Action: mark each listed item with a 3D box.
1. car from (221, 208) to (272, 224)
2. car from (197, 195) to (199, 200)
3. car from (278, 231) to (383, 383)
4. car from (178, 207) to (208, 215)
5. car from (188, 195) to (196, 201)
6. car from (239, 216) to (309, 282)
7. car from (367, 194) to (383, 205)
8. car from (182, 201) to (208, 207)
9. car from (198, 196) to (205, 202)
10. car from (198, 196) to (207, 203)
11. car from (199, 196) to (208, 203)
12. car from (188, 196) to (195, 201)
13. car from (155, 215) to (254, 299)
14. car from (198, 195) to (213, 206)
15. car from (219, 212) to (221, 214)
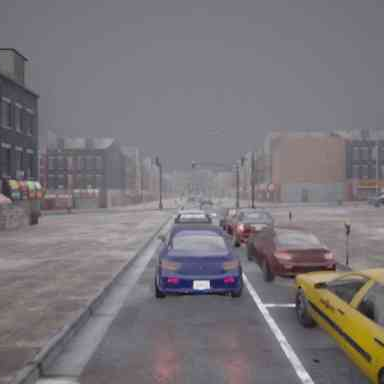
[{"bbox_3d":[2.612,1.453,14.940,1.967,1.590,4.097,0,0,0],"label":"car"},{"bbox_3d":[2.533,1.498,63.152,2.192,1.841,5.009,-1,0,0],"label":"car"},{"bbox_3d":[2.630,1.528,4.176,1.752,1.417,4.829,0,0,0],"label":"car"},{"bbox_3d":[0.062,1.616,15.904,1.895,1.301,4.718,0,0,0],"label":"car"},{"bbox_3d":[-0.126,1.787,82.801,1.837,1.490,4.892,0,0,0],"label":"car"},{"bbox_3d":[2.621,1.588,9.473,1.802,1.307,4.206,0,0,0],"label":"car"},{"bbox_3d":[24.043,0.906,40.968,4.674,1.442,1.812,-2,0,0],"label":"car"},{"bbox_3d":[-0.013,1.636,25.995,1.895,1.301,4.718,0,0,0],"label":"car"},{"bbox_3d":[2.492,1.868,90.332,1.752,1.417,4.829,-1,0,0],"label":"car"},{"bbox_3d":[2.508,1.714,79.359,1.967,1.590,4.097,-1,0,0],"label":"car"},{"bbox_3d":[2.517,1.682,73.956,1.967,1.590,4.097,-1,0,0],"label":"car"},{"bbox_3d":[-0.142,1.719,93.222,1.812,1.442,4.674,0,0,0],"label":"car"},{"bbox_3d":[0.096,1.531,8.362,1.812,1.442,4.674,0,0,-2],"label":"car"},{"bbox_3d":[2.543,1.596,57.750,1.967,1.590,4.097,-1,0,0],"label":"car"},{"bbox_3d":[2.604,1.604,20.406,1.802,1.307,4.206,0,0,0],"label":"car"}]
